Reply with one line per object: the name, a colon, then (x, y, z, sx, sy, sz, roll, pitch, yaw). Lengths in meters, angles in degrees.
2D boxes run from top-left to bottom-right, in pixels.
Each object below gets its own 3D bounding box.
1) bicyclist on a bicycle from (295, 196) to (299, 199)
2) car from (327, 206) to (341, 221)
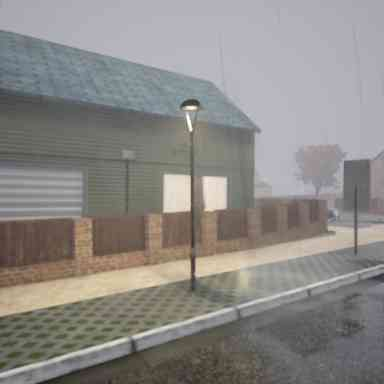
bicyclist on a bicycle: (9.939, 1.178, 31.480, 1.656, 1.620, 0.582, 1, 0, -34)
car: (8.077, 1.272, 23.697, 2.128, 1.511, 4.902, 1, -1, -34)
